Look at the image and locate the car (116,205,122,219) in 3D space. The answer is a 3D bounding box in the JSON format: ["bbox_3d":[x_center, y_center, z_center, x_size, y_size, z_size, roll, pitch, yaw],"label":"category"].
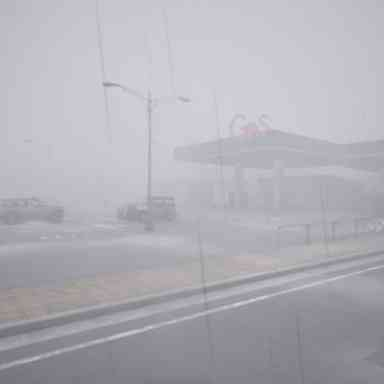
[{"bbox_3d":[-4.390,1.577,28.318,3.806,1.475,1.970,0,0,-36],"label":"car"}]

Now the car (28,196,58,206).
[{"bbox_3d":[-26.276,1.556,58.639,4.514,1.523,2.007,0,0,-36],"label":"car"}]

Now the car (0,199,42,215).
[{"bbox_3d":[-17.942,1.500,33.879,4.514,1.523,2.007,0,0,-36],"label":"car"}]

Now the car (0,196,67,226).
[{"bbox_3d":[-11.257,1.298,23.344,4.605,1.855,1.932,0,0,-36],"label":"car"}]

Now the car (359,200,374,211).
[{"bbox_3d":[24.994,1.758,44.639,2.242,1.667,4.611,0,0,-36],"label":"car"}]

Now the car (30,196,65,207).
[{"bbox_3d":[-24.405,1.547,56.121,5.027,1.636,2.152,0,0,-36],"label":"car"}]

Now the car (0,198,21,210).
[{"bbox_3d":[-23.733,1.522,42.022,3.633,1.501,1.845,0,0,-36],"label":"car"}]

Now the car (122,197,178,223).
[{"bbox_3d":[-2.948,1.292,25.261,3.866,1.878,1.905,0,0,-36],"label":"car"}]
